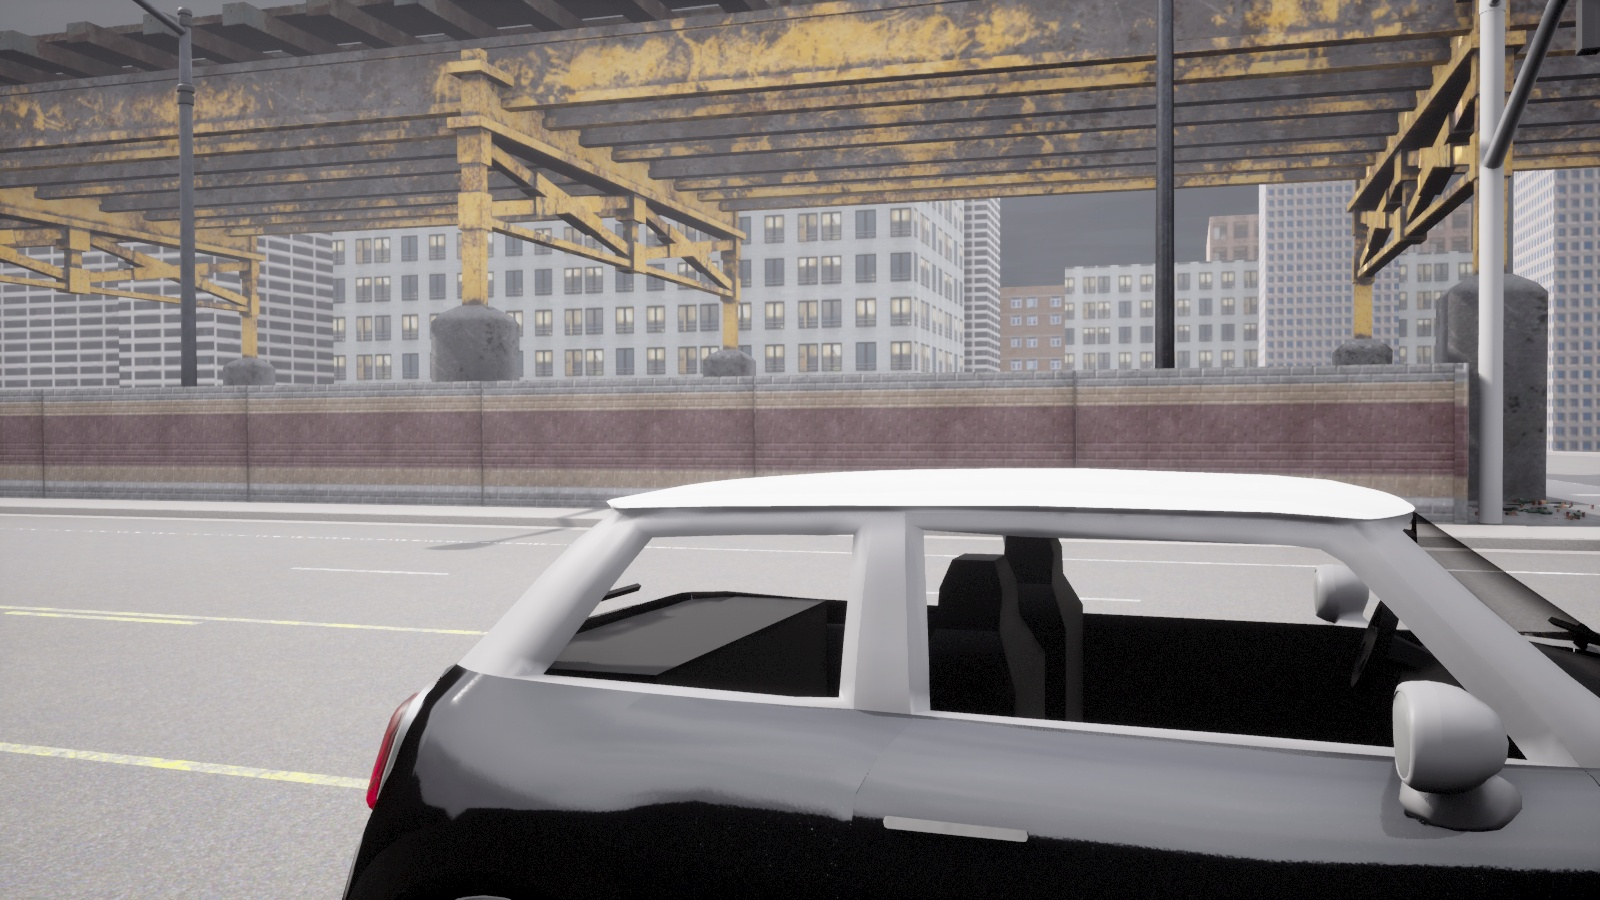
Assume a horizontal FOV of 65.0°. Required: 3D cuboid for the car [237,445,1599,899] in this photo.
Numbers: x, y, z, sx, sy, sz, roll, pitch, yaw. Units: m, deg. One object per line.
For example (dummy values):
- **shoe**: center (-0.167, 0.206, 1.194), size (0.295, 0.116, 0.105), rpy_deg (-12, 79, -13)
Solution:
- **car**: center (0.986, 0.750, 2.861), size (3.806, 1.475, 1.970), rpy_deg (1, 1, 18)
